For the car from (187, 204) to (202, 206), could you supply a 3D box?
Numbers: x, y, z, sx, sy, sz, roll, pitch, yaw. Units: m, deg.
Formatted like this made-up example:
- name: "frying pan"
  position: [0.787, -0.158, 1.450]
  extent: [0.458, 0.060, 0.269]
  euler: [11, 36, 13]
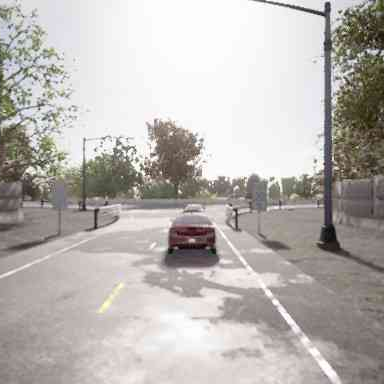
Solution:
- name: "car"
  position: [0.219, 1.794, 29.231]
  extent: [1.812, 1.442, 4.674]
  euler: [0, 0, 6]

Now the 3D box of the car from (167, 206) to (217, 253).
- name: "car"
  position: [0.011, 1.611, 14.476]
  extent: [1.882, 1.535, 5.008]
  euler: [0, 0, 0]
